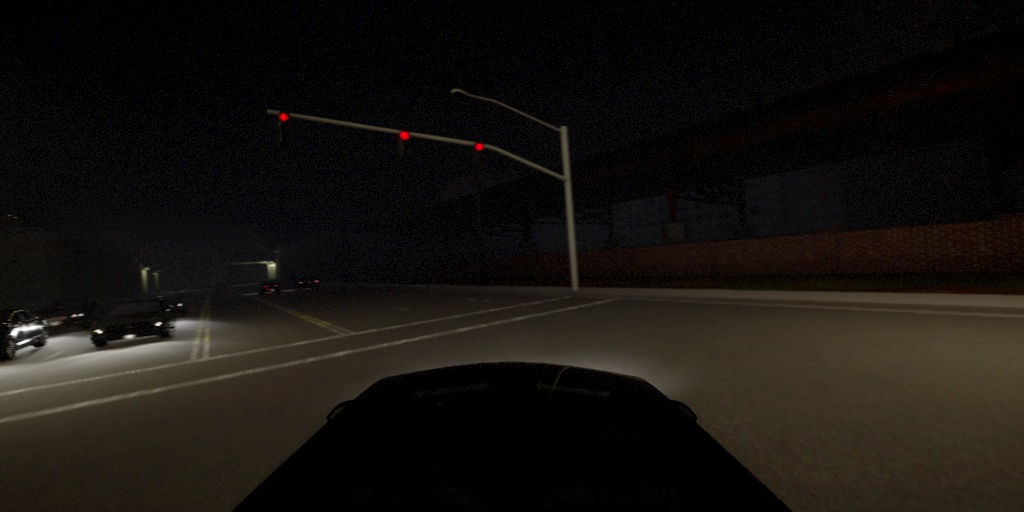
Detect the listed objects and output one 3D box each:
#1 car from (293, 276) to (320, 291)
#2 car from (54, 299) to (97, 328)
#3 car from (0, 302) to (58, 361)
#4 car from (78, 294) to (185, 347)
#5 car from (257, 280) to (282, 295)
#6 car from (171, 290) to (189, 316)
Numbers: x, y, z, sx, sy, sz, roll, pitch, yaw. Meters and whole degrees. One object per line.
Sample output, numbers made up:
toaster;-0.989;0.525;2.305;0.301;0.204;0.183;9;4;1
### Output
car;-24.137;3.108;41.957;2.097;1.767;4.553;-4;-1;-40
car;-22.819;3.009;18.552;2.128;1.511;4.902;-4;0;-40
car;-16.913;2.548;11.471;1.837;1.490;4.892;-4;0;-40
car;-14.413;2.423;13.930;2.033;1.411;5.357;-4;0;-40
car;-27.149;3.472;40.127;1.837;1.490;4.892;-4;0;-40
car;-20.541;2.969;21.287;1.895;1.301;4.718;-4;0;-40
